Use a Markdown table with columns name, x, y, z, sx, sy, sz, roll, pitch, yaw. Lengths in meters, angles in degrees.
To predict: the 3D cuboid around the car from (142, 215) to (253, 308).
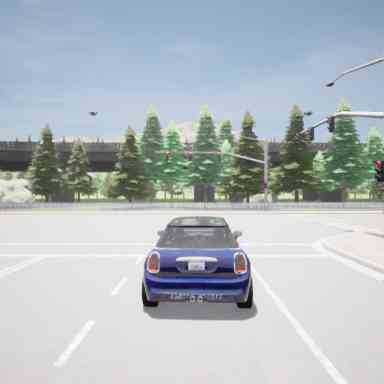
| name | x | y | z | sx | sy | sz | roll | pitch | yaw |
| --- | --- | --- | --- | --- | --- | --- | --- | --- | --- |
| car | 0.177 | 1.353 | 8.102 | 2.097 | 1.767 | 4.553 | 0 | 0 | 3 |
